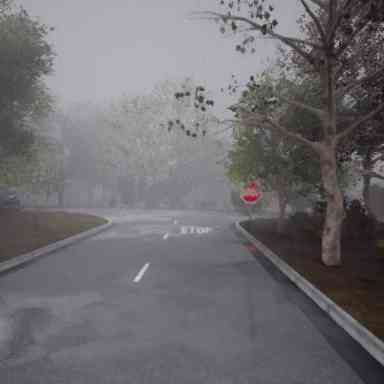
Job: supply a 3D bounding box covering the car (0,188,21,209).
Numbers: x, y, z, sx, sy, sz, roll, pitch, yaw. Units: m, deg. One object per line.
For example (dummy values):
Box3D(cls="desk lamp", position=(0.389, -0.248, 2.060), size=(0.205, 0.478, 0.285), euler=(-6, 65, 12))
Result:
Box3D(cls="car", position=(-20.276, 0.632, 33.485), size=(5.566, 2.045, 2.150), euler=(1, -1, 0))
